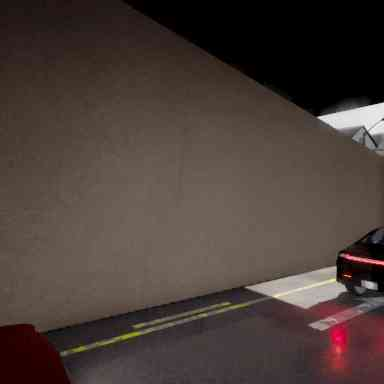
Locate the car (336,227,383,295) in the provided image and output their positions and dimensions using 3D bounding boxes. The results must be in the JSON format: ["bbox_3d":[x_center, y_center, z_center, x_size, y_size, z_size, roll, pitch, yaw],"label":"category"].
[{"bbox_3d":[5.226,1.491,7.501,4.902,1.511,2.128,0,0,-35],"label":"car"}]

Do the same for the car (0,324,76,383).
[{"bbox_3d":[-3.016,1.601,1.674,4.718,1.301,1.895,0,0,-35],"label":"car"}]
